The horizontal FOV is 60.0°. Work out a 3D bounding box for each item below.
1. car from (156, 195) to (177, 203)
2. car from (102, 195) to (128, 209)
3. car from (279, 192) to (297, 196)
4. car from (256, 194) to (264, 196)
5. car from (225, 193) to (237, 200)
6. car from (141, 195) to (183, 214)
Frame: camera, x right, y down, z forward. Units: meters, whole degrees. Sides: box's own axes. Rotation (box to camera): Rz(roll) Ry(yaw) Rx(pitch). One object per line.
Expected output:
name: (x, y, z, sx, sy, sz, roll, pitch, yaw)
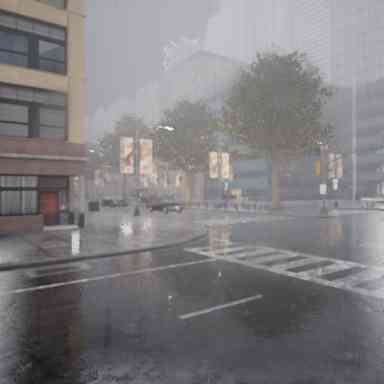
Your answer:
car: (-4.834, 1.351, 62.284, 1.994, 1.385, 4.181, 0, 0, -36)
car: (-10.132, 1.238, 43.894, 2.097, 1.767, 4.553, 0, 0, -35)
car: (18.789, 0.951, 69.622, 2.002, 1.452, 4.674, 0, 0, -36)
car: (17.944, 1.045, 83.553, 1.895, 1.301, 4.718, 0, 0, -36)
car: (8.302, 1.072, 77.089, 2.161, 1.482, 4.786, 0, 0, -36)
car: (-2.792, 1.378, 33.661, 2.128, 1.511, 4.902, 0, 0, -36)
